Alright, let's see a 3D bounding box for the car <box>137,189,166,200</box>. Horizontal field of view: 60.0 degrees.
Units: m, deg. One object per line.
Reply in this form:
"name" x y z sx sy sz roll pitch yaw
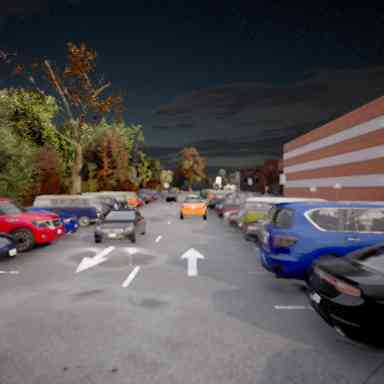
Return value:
"car" -8.130 0.469 67.149 5.566 2.045 2.435 0 1 0

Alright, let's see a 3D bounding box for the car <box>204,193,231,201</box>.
"car" 4.417 0.899 58.889 4.674 1.452 2.002 0 1 0

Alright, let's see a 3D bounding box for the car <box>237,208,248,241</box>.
"car" 4.412 1.544 13.660 4.674 1.452 2.002 0 0 0

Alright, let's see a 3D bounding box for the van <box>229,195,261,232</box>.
"van" 4.298 1.279 16.366 4.442 1.987 1.878 0 0 0

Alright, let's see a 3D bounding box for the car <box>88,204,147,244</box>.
"car" -3.333 1.548 16.236 1.812 1.442 4.674 0 0 0

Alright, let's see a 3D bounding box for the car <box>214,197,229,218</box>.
"car" 4.420 1.400 24.984 5.008 1.535 2.097 0 1 0

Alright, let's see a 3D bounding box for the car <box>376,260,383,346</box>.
"car" 4.419 1.485 2.358 5.008 1.535 2.097 0 0 0

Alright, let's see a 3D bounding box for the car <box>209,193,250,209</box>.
"car" 4.383 1.049 39.109 4.553 1.767 2.185 0 1 0

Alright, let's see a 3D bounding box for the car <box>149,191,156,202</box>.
"car" -8.158 1.041 47.390 5.008 1.535 2.097 0 1 0

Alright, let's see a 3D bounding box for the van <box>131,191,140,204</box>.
"van" -8.270 0.993 36.220 4.442 1.987 1.878 0 1 0

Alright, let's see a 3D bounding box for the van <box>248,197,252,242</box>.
"van" 4.297 1.273 10.835 4.442 1.987 1.878 0 0 0

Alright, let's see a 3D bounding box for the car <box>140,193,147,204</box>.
"car" -8.159 1.176 38.920 5.008 1.535 2.097 0 1 0

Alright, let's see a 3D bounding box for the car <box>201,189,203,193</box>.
"car" 4.420 0.766 64.538 5.008 1.535 2.097 0 1 0

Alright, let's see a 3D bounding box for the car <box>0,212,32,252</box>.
"car" -8.133 1.527 10.665 4.792 1.488 2.163 0 0 0

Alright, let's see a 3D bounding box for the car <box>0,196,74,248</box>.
"car" -8.134 1.251 13.489 5.566 2.045 2.435 0 0 0

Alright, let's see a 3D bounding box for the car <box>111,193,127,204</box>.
"car" -8.125 1.231 27.626 4.553 1.767 2.185 0 1 0

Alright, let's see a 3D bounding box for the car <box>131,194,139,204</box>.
"car" -8.161 1.265 33.398 4.892 1.521 2.231 0 1 0

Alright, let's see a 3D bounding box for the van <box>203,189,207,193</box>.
"van" 4.298 0.769 50.408 4.442 1.987 1.878 0 1 0

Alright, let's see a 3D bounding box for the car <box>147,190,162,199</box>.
"car" -8.149 0.904 55.984 5.008 1.535 2.097 0 1 0

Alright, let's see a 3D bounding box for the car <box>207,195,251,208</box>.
"car" 4.600 1.127 41.936 5.366 1.575 1.946 0 1 0

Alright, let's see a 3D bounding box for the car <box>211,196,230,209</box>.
"car" 4.412 1.350 30.635 4.674 1.452 2.002 0 1 0

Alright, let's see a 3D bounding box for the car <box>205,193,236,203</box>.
"car" 4.444 0.979 53.238 4.792 1.488 2.163 0 1 0

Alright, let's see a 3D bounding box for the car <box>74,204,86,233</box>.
"car" -8.156 1.503 16.324 5.008 1.535 2.097 0 0 0

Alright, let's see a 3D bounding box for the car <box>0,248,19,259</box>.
"car" -3.354 1.530 2.300 1.812 1.442 4.674 0 0 0

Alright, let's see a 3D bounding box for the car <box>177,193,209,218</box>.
"car" 0.100 1.215 28.519 2.097 1.767 4.553 0 1 0

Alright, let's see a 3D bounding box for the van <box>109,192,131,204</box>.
"van" -8.273 1.084 30.571 4.442 1.987 1.878 0 1 0

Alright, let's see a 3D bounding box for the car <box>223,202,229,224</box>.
"car" 4.412 1.525 19.325 4.674 1.452 2.002 0 1 0

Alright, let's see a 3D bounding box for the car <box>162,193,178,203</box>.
"car" -3.318 1.045 54.734 1.895 1.301 4.718 0 1 0

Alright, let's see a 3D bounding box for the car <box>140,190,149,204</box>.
"car" -8.184 1.006 41.742 4.553 1.767 2.185 0 1 0

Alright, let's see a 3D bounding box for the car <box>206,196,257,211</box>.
"car" 4.229 1.217 36.285 5.366 1.575 1.946 0 1 0

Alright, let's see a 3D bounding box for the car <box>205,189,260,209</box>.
"car" 4.386 1.013 33.456 5.566 2.045 2.435 0 1 0

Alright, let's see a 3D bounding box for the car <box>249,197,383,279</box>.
"car" 4.442 1.243 8.010 5.566 2.045 2.435 0 0 0

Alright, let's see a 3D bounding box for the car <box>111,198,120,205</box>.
"car" -8.189 1.429 24.931 4.792 1.488 2.163 0 1 0

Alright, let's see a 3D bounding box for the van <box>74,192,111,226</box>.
"van" -8.040 1.219 22.100 4.442 1.987 1.878 0 1 0

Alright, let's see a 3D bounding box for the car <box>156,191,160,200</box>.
"car" -8.149 0.949 53.161 5.008 1.535 2.097 0 1 0

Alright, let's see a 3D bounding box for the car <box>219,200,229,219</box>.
"car" 4.417 1.485 22.159 4.674 1.452 2.002 0 1 0

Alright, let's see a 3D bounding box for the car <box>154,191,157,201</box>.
"car" -8.183 1.024 50.338 4.792 1.488 2.163 0 1 0

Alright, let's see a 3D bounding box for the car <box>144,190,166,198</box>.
"car" -8.095 0.487 72.931 4.553 1.767 2.185 0 0 0

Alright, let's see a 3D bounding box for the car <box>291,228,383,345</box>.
"car" 4.409 1.489 5.183 5.008 1.535 2.097 0 0 0

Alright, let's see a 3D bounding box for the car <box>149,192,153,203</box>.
"car" -8.149 1.086 44.567 5.008 1.535 2.097 0 1 0

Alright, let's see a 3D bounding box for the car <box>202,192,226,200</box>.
"car" 4.417 0.758 67.366 4.674 1.452 2.002 0 1 0
